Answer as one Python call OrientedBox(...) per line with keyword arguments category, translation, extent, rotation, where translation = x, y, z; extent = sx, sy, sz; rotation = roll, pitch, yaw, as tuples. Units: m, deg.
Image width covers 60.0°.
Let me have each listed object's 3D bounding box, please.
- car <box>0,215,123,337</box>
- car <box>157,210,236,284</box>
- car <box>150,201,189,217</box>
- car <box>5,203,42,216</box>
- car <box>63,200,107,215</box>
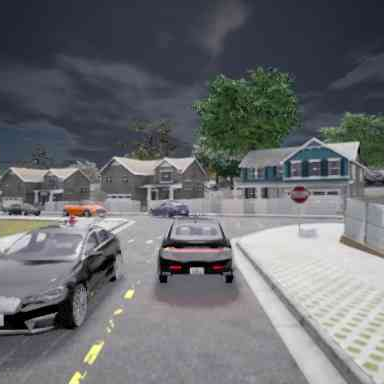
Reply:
OrientedBox(category="car", translation=(-2.750, 1.487, 7.000), extent=(2.128, 1.511, 4.902), rotation=(0, 0, 0))
OrientedBox(category="car", translation=(0.105, 1.485, 9.553), extent=(2.128, 1.511, 4.902), rotation=(0, 0, 0))
OrientedBox(category="car", translation=(-2.050, 1.557, 29.672), extent=(1.812, 1.442, 4.674), rotation=(1, -2, -34))
OrientedBox(category="car", translation=(-19.030, 1.989, 37.451), extent=(4.892, 1.490, 1.837), rotation=(-2, -2, 31))
OrientedBox(category="car", translation=(-10.335, 1.565, 32.166), extent=(4.553, 1.767, 2.097), rotation=(-2, -2, 32))
